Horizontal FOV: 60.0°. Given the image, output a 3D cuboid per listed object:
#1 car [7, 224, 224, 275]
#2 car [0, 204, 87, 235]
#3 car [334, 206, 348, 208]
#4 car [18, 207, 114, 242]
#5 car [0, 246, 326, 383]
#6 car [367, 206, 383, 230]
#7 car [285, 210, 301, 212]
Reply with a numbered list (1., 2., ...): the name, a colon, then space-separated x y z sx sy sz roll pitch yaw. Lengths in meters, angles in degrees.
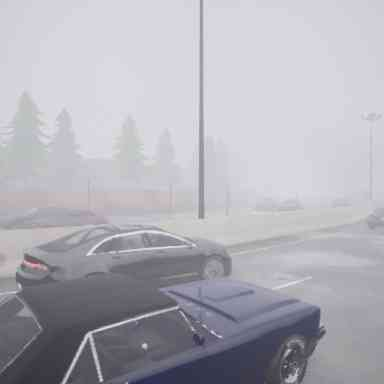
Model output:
1. car: -1.208 1.491 7.502 4.902 1.511 2.128 0 0 -38
2. car: -8.810 1.525 19.582 4.674 1.442 1.812 0 0 -40
3. car: 19.721 1.490 44.157 2.128 1.511 4.902 0 0 27
4. car: -6.391 1.564 17.082 4.181 1.385 1.994 0 0 -40
5. car: -0.646 1.601 3.476 4.718 1.301 1.895 0 0 -37
6. car: 12.184 1.546 20.240 2.033 1.411 5.357 0 0 41
7. car: 10.525 1.503 35.507 1.837 1.490 4.892 1 0 34
